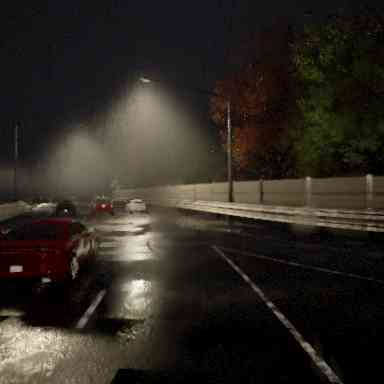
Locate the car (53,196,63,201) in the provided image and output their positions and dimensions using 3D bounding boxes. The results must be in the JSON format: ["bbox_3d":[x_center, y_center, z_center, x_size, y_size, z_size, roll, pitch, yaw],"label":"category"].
[{"bbox_3d":[-26.799,1.549,67.174,1.994,1.385,4.181,0,0,-40],"label":"car"}]

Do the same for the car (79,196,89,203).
[{"bbox_3d":[-22.162,1.489,68.894,1.812,1.442,4.674,0,0,-25],"label":"car"}]

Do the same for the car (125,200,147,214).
[{"bbox_3d":[-5.989,1.566,35.557,1.812,1.442,4.674,0,0,-19],"label":"car"}]

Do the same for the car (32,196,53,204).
[{"bbox_3d":[-29.569,1.555,65.034,2.033,1.411,5.357,0,0,-40],"label":"car"}]

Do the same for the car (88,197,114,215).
[{"bbox_3d":[-9.160,1.414,33.964,2.097,1.767,4.553,0,0,-18],"label":"car"}]

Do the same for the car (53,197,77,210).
[{"bbox_3d":[-13.138,1.594,34.755,1.837,1.490,4.892,0,0,-20],"label":"car"}]

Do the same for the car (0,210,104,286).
[{"bbox_3d":[-4.001,1.505,9.601,1.882,1.535,5.008,0,0,-5],"label":"car"}]
